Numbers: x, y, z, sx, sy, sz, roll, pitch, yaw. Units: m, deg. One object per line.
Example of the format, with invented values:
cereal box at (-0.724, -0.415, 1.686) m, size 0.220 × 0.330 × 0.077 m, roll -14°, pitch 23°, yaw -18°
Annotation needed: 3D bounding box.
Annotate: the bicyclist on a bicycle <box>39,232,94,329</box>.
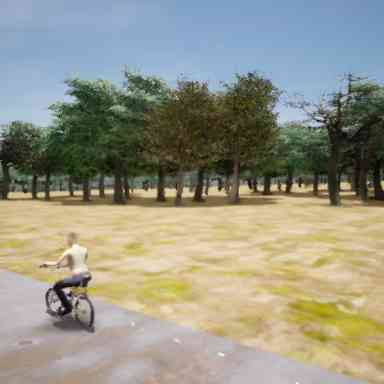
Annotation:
bicyclist on a bicycle at (-2.216, 1.520, 5.974) m, size 1.509 × 1.612 × 0.866 m, roll 0°, pitch -1°, yaw 37°
